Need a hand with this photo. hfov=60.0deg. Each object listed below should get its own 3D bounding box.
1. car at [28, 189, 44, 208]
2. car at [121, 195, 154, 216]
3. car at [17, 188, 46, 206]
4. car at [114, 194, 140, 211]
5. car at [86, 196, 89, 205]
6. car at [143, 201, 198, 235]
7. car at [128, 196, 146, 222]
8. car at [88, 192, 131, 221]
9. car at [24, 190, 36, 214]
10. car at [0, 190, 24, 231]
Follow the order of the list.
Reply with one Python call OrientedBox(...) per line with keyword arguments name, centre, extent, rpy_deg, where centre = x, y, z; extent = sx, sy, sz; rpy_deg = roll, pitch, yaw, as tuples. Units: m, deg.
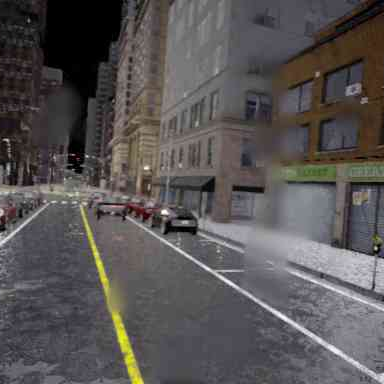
OrientedBox(name="car", centre=(-12.731, 0.581, 25.216), extent=(2.008, 1.369, 4.403), rpy_deg=(3, 1, -20))
OrientedBox(name="car", centre=(-4.721, 1.106, 28.086), extent=(1.887, 1.381, 4.507), rpy_deg=(3, 1, -20))
OrientedBox(name="car", centre=(-14.578, 0.429, 30.400), extent=(1.887, 1.381, 4.507), rpy_deg=(3, 1, -20))
OrientedBox(name="car", centre=(-6.568, 0.960, 33.270), extent=(1.887, 1.381, 4.507), rpy_deg=(3, 1, -20))
OrientedBox(name="car", centre=(-8.689, 0.786, 31.047), extent=(1.837, 1.490, 4.892), rpy_deg=(4, 0, -20))
OrientedBox(name="car", centre=(-1.027, 1.420, 17.718), extent=(1.947, 1.339, 4.313), rpy_deg=(3, 1, -20))
OrientedBox(name="car", centre=(-2.873, 1.252, 22.901), extent=(1.887, 1.381, 4.507), rpy_deg=(3, 1, -20))
OrientedBox(name="car", centre=(-5.584, 1.017, 22.491), extent=(2.128, 1.511, 4.902), rpy_deg=(4, 0, -19))
OrientedBox(name="car", centre=(-10.884, 0.743, 20.032), extent=(1.947, 1.339, 4.313), rpy_deg=(3, 1, -20))
OrientedBox(name="car", centre=(-9.029, 0.763, 14.847), extent=(1.967, 1.590, 4.097), rpy_deg=(3, 1, -20))
